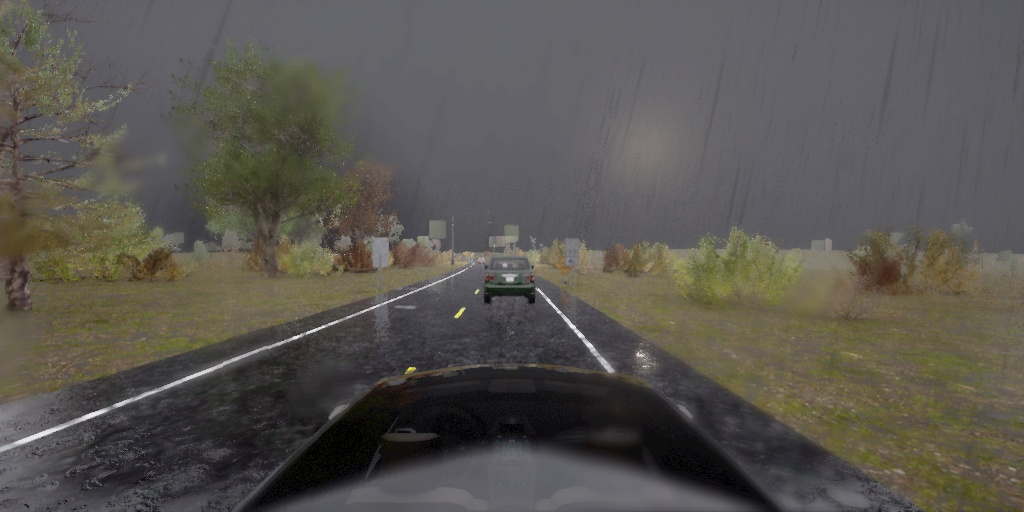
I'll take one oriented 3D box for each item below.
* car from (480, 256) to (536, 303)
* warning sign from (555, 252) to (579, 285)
[{"bbox_3d":[-0.123,0.997,16.601,2.150,2.045,5.566,0,0,-1],"label":"car"},{"bbox_3d":[3.317,0.846,22.305,1.300,1.860,1.060,0,0,-1],"label":"warning sign"}]
